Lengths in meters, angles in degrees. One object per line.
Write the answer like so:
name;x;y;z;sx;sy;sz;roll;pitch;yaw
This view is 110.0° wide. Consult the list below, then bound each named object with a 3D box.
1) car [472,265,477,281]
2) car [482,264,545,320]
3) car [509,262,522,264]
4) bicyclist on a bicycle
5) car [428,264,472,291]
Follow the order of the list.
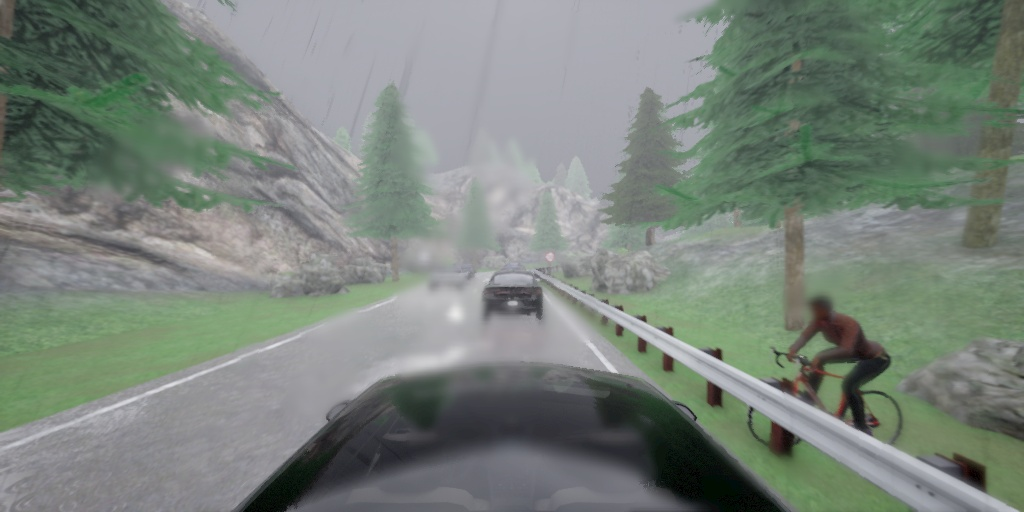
car;-3.940;1.292;28.917;1.895;1.301;4.718;0;0;-1
car;0.035;1.205;12.595;1.882;1.535;5.008;0;0;-1
car;0.285;1.242;36.249;1.994;1.385;4.181;0;0;9
bicyclist on a bicycle;3.294;1.238;3.718;1.656;1.620;0.582;4;1;-1
car;-3.714;1.307;21.668;1.895;1.301;4.718;0;0;-1
